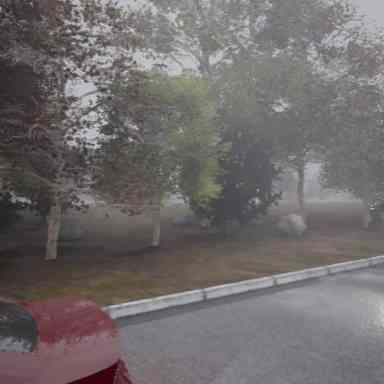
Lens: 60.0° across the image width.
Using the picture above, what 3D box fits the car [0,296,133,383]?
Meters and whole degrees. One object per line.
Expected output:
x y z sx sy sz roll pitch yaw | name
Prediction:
-2.795 1.429 1.692 5.008 1.535 1.882 0 1 -34 | car
